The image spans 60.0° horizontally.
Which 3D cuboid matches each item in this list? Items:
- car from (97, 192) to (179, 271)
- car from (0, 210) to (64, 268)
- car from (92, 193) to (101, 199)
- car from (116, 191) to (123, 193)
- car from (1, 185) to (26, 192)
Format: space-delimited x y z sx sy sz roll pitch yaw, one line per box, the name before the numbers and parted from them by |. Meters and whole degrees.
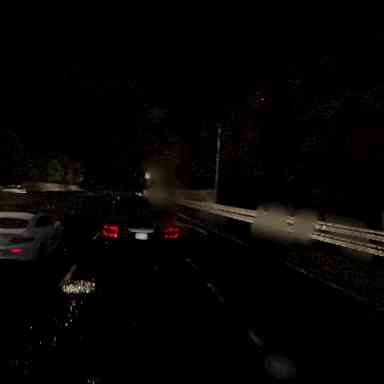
car | -1.785 1.200 11.048 2.150 2.045 5.566 4 0 -11
car | -5.193 1.291 10.183 1.812 1.442 4.674 4 0 -11
car | -20.841 0.874 73.525 1.994 1.385 4.181 4 0 -11
car | -18.920 1.046 82.097 2.033 1.411 5.357 4 0 -11
car | -27.203 -0.001 50.938 2.150 2.045 5.566 4 0 -10
